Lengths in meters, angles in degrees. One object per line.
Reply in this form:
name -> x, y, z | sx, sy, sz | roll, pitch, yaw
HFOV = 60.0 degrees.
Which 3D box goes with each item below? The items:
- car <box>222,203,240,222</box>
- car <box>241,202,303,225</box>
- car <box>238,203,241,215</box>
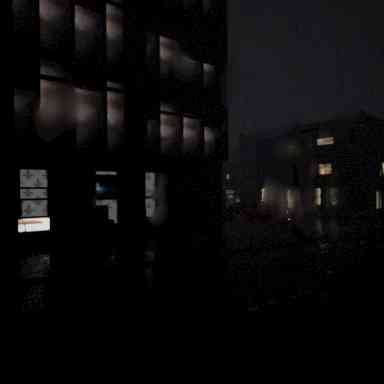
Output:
car -> 1.682, 1.920, 28.581 | 1.947, 1.339, 4.313 | -2, 0, -37
car -> 6.545, 1.606, 26.650 | 2.097, 1.767, 4.553 | -1, 0, -37
car -> 5.295, 1.898, 38.179 | 2.008, 1.369, 4.403 | -2, 0, -37
